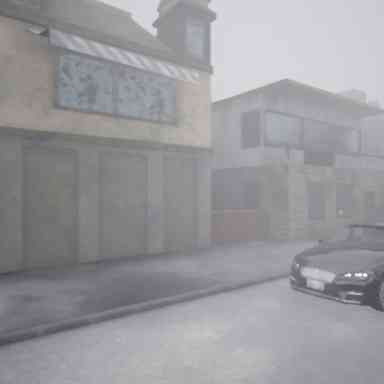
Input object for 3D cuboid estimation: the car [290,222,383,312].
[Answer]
[{"bbox_3d":[4.332,1.514,7.847,4.902,1.511,2.128,0,0,-37],"label":"car"}]
